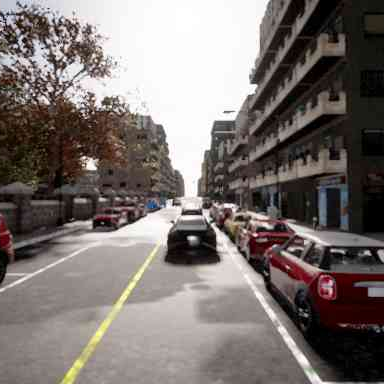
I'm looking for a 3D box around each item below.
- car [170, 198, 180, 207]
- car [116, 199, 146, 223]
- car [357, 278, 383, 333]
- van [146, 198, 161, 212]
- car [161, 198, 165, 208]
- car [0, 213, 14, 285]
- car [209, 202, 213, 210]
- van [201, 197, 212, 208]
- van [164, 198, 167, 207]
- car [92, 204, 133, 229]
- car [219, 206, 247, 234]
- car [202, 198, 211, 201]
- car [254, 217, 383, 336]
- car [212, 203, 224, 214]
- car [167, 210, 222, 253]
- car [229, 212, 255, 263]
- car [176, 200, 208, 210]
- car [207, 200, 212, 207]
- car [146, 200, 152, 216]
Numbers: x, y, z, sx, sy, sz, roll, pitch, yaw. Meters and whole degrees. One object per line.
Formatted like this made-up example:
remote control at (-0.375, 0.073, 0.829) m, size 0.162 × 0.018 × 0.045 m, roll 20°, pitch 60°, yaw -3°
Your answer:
car at (-3.026, 2.152, 65.694) m, size 1.837 × 1.490 × 4.892 m, roll 0°, pitch -1°, yaw 1°
car at (-5.675, 1.591, 28.888) m, size 2.192 × 1.841 × 5.009 m, roll 1°, pitch -1°, yaw 0°
car at (2.703, 1.579, 1.271) m, size 1.947 × 1.339 × 4.313 m, roll 1°, pitch -1°, yaw 0°
van at (-5.686, 1.776, 45.457) m, size 1.690 × 1.788 × 3.998 m, roll 1°, pitch -1°, yaw 0°
car at (-5.665, 2.053, 50.979) m, size 1.947 × 1.339 × 4.313 m, roll 1°, pitch -1°, yaw 0°
car at (-5.673, 1.381, 6.796) m, size 2.192 × 1.841 × 5.009 m, roll 1°, pitch -1°, yaw 0°
car at (2.700, 1.858, 28.886) m, size 1.802 × 1.307 × 4.206 m, roll 1°, pitch -1°, yaw 0°
van at (2.668, 1.934, 62.027) m, size 1.690 × 1.788 × 3.998 m, roll 1°, pitch -1°, yaw 0°
van at (-5.646, 1.934, 62.028) m, size 1.690 × 1.788 × 3.998 m, roll 1°, pitch -1°, yaw 0°
car at (-5.679, 1.768, 23.363) m, size 1.887 × 1.381 × 4.507 m, roll 1°, pitch -1°, yaw 0°
car at (2.702, 1.698, 18.010) m, size 1.752 × 1.417 × 4.829 m, roll 1°, pitch -1°, yaw 0°
car at (2.669, 1.980, 56.503) m, size 1.967 × 1.590 × 4.097 m, roll 1°, pitch -1°, yaw 0°
car at (2.705, 1.506, 6.795) m, size 1.967 × 1.590 × 4.097 m, roll 1°, pitch -1°, yaw 0°
car at (2.703, 1.663, 23.365) m, size 1.967 × 1.590 × 4.097 m, roll 1°, pitch -1°, yaw 0°
car at (0.002, 1.702, 14.327) m, size 1.994 × 1.385 × 4.181 m, roll 0°, pitch 0°, yaw 0°
car at (2.702, 1.663, 12.316) m, size 1.887 × 1.381 × 4.507 m, roll 1°, pitch -1°, yaw 0°
car at (0.000, 1.772, 29.305) m, size 2.128 × 1.511 × 4.902 m, roll 0°, pitch 0°, yaw 0°
car at (2.700, 1.856, 34.580) m, size 1.752 × 1.417 × 4.829 m, roll 1°, pitch -1°, yaw 0°
car at (-5.680, 1.873, 34.409) m, size 1.887 × 1.381 × 4.507 m, roll 1°, pitch -1°, yaw 0°
